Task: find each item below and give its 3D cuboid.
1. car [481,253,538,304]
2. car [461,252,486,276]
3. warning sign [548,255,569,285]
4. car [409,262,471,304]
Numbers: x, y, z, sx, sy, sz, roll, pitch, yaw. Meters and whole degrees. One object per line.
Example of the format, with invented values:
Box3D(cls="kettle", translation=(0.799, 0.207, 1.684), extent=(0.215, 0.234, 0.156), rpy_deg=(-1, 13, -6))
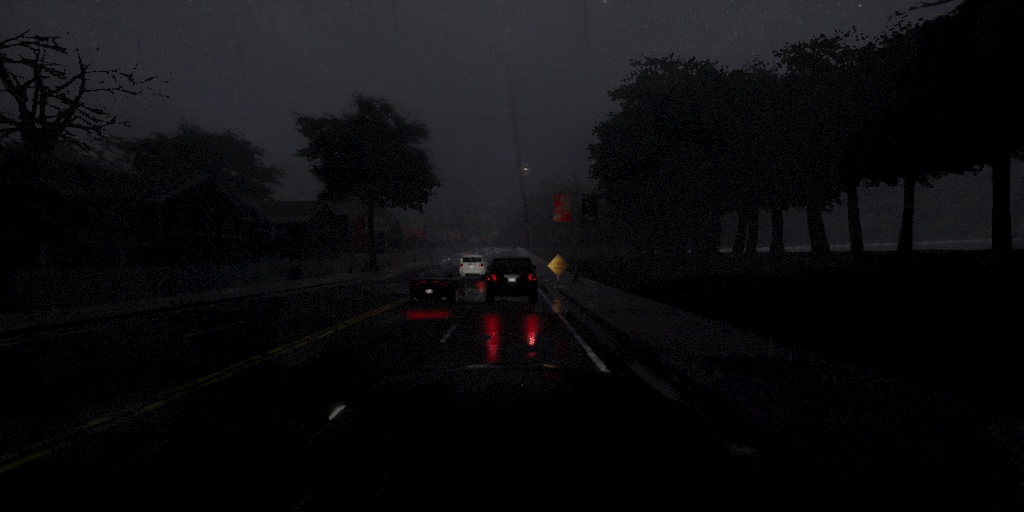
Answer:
Box3D(cls="car", translation=(0.000, 1.004, 16.529), extent=(2.150, 2.045, 5.566), rpy_deg=(0, 0, 0))
Box3D(cls="car", translation=(-3.250, 0.886, 31.518), extent=(2.150, 2.045, 5.566), rpy_deg=(0, 1, 0))
Box3D(cls="warning sign", translation=(2.850, 0.845, 22.062), extent=(1.300, 1.860, 1.060), rpy_deg=(0, 0, 0))
Box3D(cls="car", translation=(-3.250, 1.232, 16.499), extent=(1.882, 1.535, 5.008), rpy_deg=(0, 0, 0))
